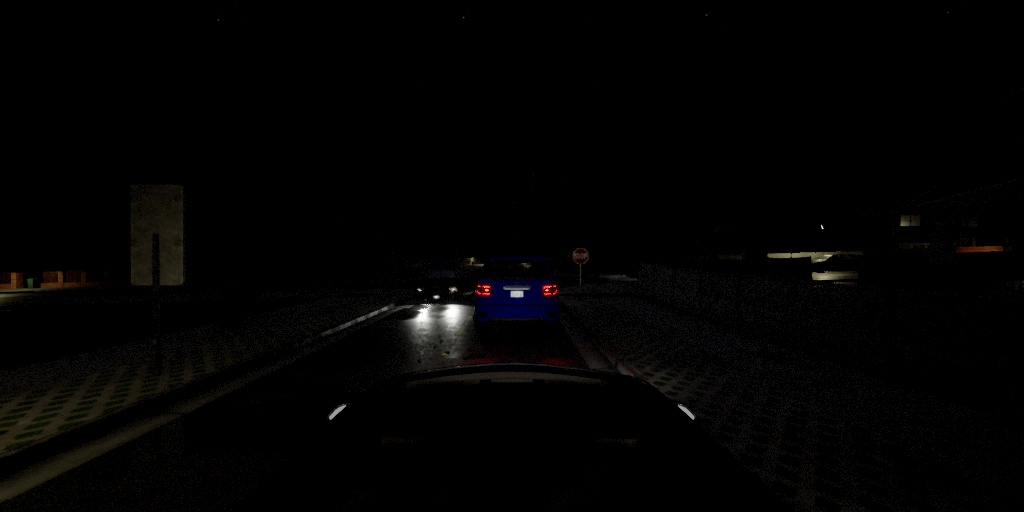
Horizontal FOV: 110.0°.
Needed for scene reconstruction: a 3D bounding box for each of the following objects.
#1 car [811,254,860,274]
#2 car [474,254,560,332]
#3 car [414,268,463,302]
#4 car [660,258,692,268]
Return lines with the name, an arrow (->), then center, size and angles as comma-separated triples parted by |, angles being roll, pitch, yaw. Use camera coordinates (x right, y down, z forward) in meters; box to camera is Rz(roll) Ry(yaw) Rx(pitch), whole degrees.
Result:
car -> 23.877, 0.557, 26.671 | 5.357, 1.411, 2.033 | -2, 0, 0
car -> 0.122, 0.966, 10.937 | 2.150, 2.045, 5.566 | 0, 0, 0
car -> -3.366, 1.279, 17.261 | 2.033, 1.411, 5.357 | 0, 0, -6
car -> 11.822, 0.867, 26.618 | 4.674, 1.442, 1.812 | -2, 0, 0
